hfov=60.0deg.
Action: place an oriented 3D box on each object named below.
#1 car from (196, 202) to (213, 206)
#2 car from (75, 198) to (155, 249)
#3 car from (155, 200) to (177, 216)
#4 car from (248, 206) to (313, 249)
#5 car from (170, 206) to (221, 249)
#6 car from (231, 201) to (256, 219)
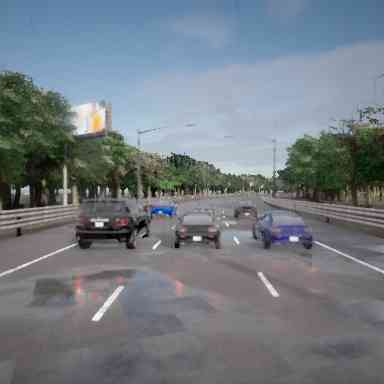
[{"bbox_3d":[1.084,1.564,29.226,2.033,1.411,5.357,0,0,4],"label":"car"},{"bbox_3d":[-3.226,1.256,14.600,2.150,2.045,5.566,0,0,2],"label":"car"},{"bbox_3d":[-2.407,1.485,29.482,1.882,1.535,5.008,0,0,4],"label":"car"},{"bbox_3d":[3.768,1.531,14.313,1.812,1.442,4.674,0,0,2],"label":"car"},{"bbox_3d":[0.271,1.531,14.441,1.812,1.442,4.674,0,0,2],"label":"car"},{"bbox_3d":[4.575,1.518,28.970,1.837,1.490,4.892,0,0,4],"label":"car"}]
